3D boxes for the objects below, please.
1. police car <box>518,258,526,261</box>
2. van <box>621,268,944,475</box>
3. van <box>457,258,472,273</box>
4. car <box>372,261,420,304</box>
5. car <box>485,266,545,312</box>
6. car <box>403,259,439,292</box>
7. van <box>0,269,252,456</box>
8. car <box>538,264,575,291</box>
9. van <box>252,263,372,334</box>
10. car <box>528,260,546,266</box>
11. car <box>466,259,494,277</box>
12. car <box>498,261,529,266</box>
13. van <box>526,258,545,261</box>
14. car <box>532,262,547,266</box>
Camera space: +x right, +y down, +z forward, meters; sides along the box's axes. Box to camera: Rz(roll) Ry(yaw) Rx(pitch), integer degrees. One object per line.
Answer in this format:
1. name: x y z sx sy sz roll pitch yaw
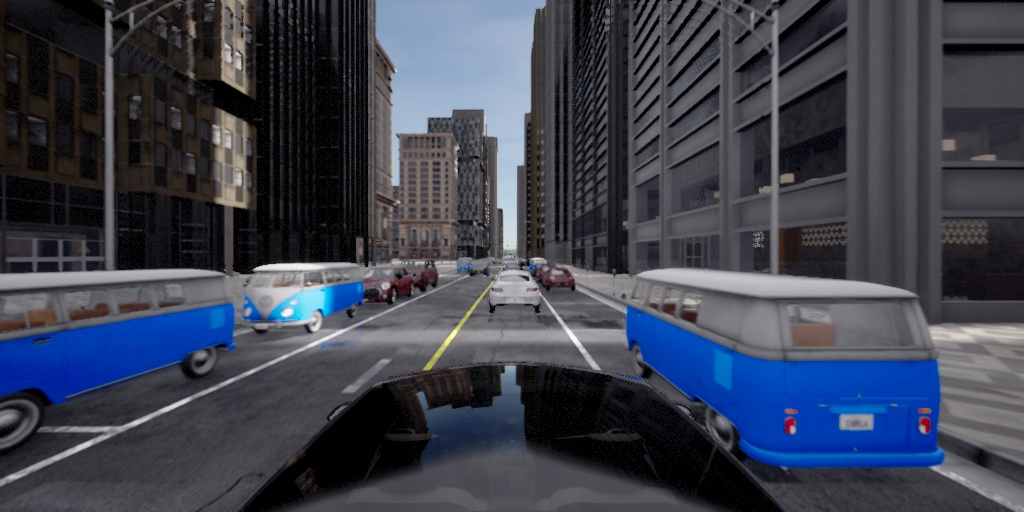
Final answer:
1. police car: 2.363 1.203 62.974 1.930 1.638 5.238 0 0 0
2. van: 2.762 1.093 4.721 1.690 1.789 3.998 0 0 0
3. van: -5.765 1.111 44.202 1.690 1.789 3.998 0 0 0
4. car: -5.764 1.197 15.997 1.967 1.591 4.097 0 0 0
5. car: 0.094 1.282 14.194 1.812 1.442 4.674 0 0 0
6. car: -5.764 1.075 21.639 2.192 1.841 5.009 0 0 0
7. van: -5.763 1.092 4.716 1.690 1.789 3.998 0 0 0
8. car: 2.761 1.343 21.643 1.802 1.307 4.207 0 0 0
9. van: -5.763 1.095 10.356 1.690 1.789 3.998 0 0 0
10. car: 2.761 1.332 32.924 1.948 1.339 4.313 0 0 0
11. car: -3.097 1.272 35.492 1.837 1.490 4.892 0 0 0
12. car: 0.092 1.328 29.387 1.994 1.385 4.181 0 0 0
13. van: 2.760 1.109 38.565 1.690 1.789 3.998 0 0 0
14. car: 2.761 1.345 27.284 1.802 1.307 4.207 0 0 0
